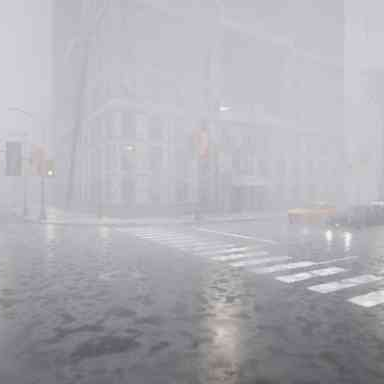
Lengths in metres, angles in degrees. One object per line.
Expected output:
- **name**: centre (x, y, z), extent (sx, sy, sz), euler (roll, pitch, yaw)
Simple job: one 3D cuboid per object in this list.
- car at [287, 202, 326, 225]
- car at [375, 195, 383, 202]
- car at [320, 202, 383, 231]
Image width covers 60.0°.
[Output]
- **car**: centre (8.995, 1.477, 23.924), extent (5.008, 1.535, 1.882), euler (0, 0, -32)
- **car**: centre (17.690, 1.221, 29.216), extent (5.566, 2.045, 2.150), euler (0, 0, -31)
- **car**: centre (10.808, 1.547, 20.933), extent (5.357, 1.411, 2.033), euler (0, 0, -32)
